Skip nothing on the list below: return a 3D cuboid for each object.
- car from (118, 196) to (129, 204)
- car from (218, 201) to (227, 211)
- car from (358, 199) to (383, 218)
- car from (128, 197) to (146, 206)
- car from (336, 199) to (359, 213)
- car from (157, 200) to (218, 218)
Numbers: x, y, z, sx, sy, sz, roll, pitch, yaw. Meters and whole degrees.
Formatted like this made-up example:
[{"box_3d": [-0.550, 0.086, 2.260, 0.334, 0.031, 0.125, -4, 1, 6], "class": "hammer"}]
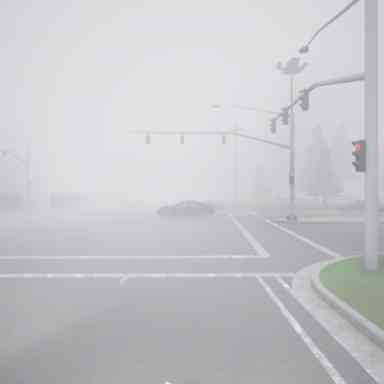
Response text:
[{"box_3d": [-12.187, 1.453, 60.781, 1.882, 1.535, 5.008, 0, 0, 0], "class": "car"}, {"box_3d": [2.019, 1.585, 40.026, 1.895, 1.301, 4.718, 0, 0, -32], "class": "car"}, {"box_3d": [17.854, 1.480, 29.302, 4.902, 1.511, 2.128, 0, 0, -1], "class": "car"}, {"box_3d": [-8.714, 1.579, 54.768, 1.895, 1.301, 4.718, 0, 0, 0], "class": "car"}, {"box_3d": [18.194, 1.511, 36.307, 4.674, 1.442, 1.812, 0, 0, -1], "class": "car"}, {"box_3d": [-0.541, 1.466, 29.086, 5.008, 1.535, 1.882, 0, 0, -1], "class": "car"}]
